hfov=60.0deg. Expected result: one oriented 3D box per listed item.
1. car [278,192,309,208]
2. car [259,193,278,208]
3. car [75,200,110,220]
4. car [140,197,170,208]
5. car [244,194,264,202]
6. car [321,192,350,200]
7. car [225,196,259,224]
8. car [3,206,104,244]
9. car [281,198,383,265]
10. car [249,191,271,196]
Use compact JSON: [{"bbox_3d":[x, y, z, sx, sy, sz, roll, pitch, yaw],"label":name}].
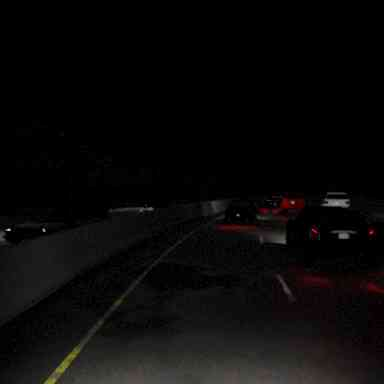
[{"bbox_3d":[9.838,1.002,31.678,2.150,2.045,5.566,0,0,21],"label":"car"},{"bbox_3d":[10.372,1.201,41.310,2.128,1.511,4.902,0,0,26],"label":"car"},{"bbox_3d":[-7.571,1.305,23.270,2.128,1.511,4.902,0,0,14],"label":"car"},{"bbox_3d":[-4.743,1.277,42.599,1.895,1.301,4.718,0,0,25],"label":"car"},{"bbox_3d":[11.801,1.117,63.502,1.812,1.442,4.674,0,1,38],"label":"car"},{"bbox_3d":[12.779,1.022,29.662,2.150,2.045,5.566,0,0,21],"label":"car"},{"bbox_3d":[3.563,1.307,23.663,1.882,1.535,5.008,0,1,15],"label":"car"},{"bbox_3d":[-5.805,1.483,14.413,1.895,1.301,4.718,0,0,9],"label":"car"},{"bbox_3d":[4.619,1.273,11.611,2.097,1.767,4.553,0,0,7],"label":"car"},{"bbox_3d":[12.069,0.800,58.035,2.150,2.045,5.566,0,0,36],"label":"car"}]
